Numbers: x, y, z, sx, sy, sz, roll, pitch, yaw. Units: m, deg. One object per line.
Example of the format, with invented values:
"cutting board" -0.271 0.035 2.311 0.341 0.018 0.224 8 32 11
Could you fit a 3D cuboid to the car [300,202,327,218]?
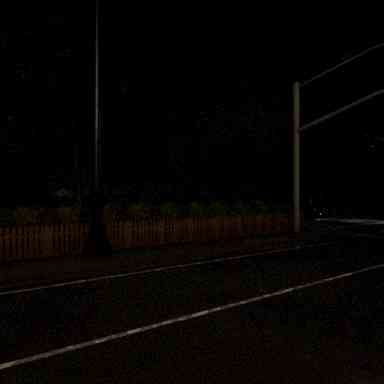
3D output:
"car" 9.861 1.601 30.565 1.895 1.301 4.718 0 0 -35
